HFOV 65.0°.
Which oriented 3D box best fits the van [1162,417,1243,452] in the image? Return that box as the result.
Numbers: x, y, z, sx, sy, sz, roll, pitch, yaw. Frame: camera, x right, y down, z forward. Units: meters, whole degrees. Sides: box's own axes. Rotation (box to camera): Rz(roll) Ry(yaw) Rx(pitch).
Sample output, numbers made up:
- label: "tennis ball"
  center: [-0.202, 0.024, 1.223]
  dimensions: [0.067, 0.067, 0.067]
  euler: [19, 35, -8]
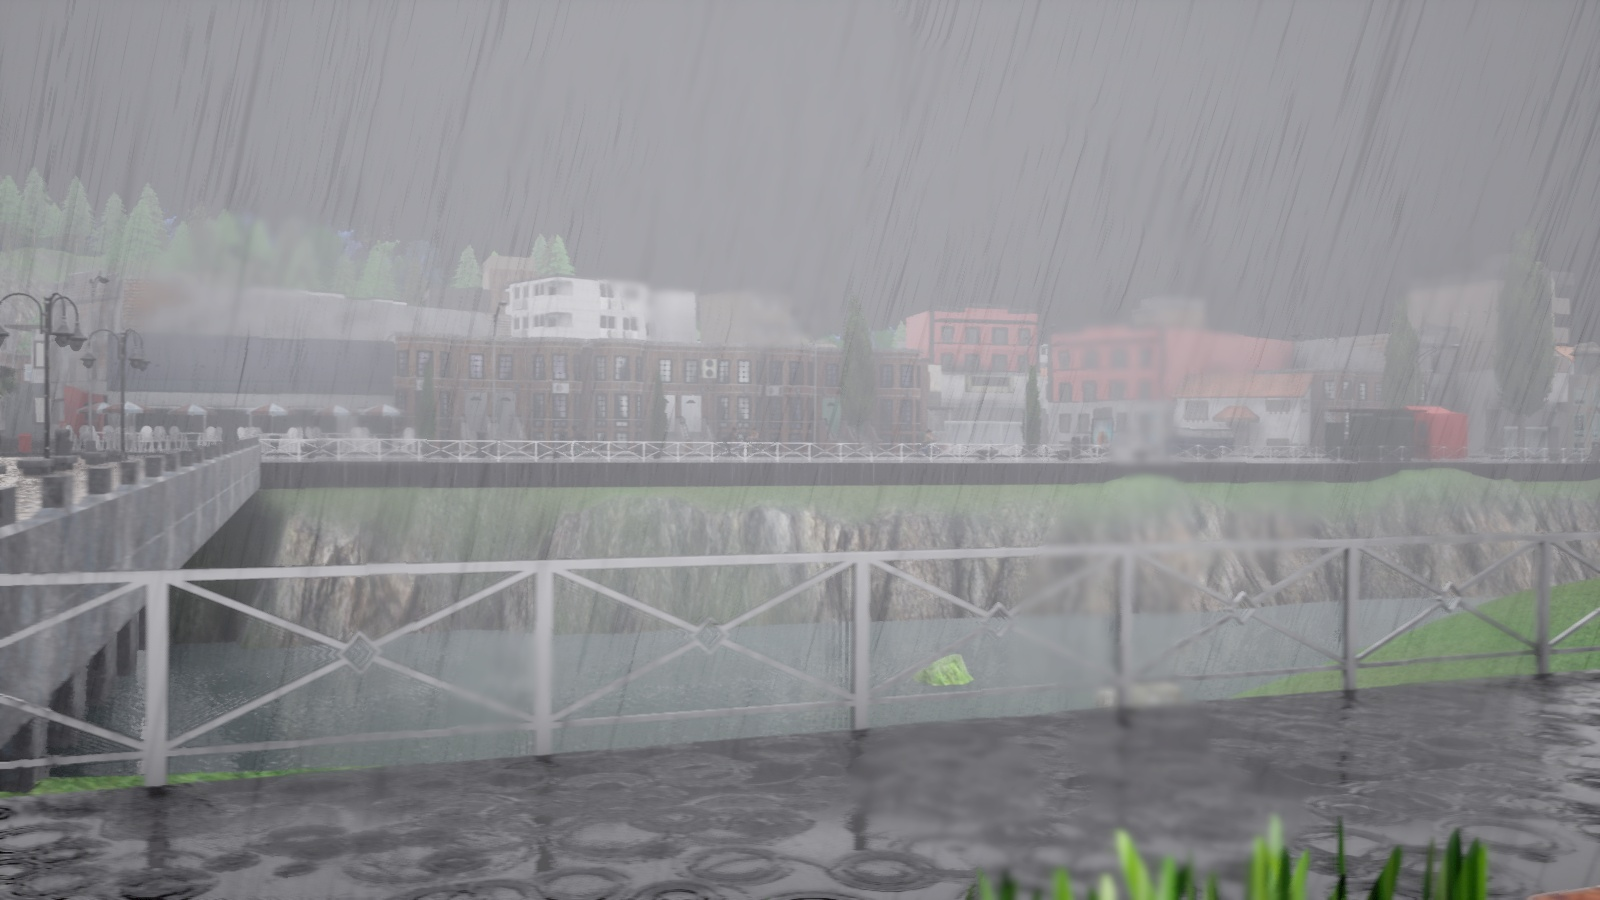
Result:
- label: "van"
  center: [23.906, -0.921, 74.559]
  dimensions: [4.442, 1.987, 1.775]
  euler: [-1, 1, -21]
